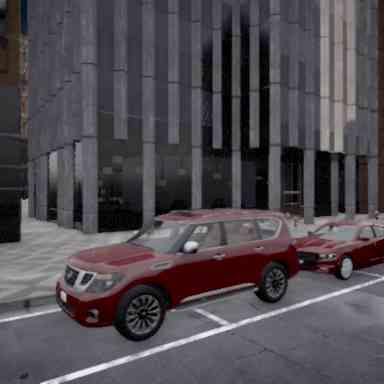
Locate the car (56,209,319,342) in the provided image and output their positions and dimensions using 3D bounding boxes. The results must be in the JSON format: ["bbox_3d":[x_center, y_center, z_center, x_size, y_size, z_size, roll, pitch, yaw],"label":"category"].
[{"bbox_3d":[0.039,1.318,6.678,5.009,1.841,2.192,0,0,-35],"label":"car"}]

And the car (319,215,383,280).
[{"bbox_3d":[4.630,1.552,9.949,4.507,1.381,1.887,0,0,-35],"label":"car"}]
